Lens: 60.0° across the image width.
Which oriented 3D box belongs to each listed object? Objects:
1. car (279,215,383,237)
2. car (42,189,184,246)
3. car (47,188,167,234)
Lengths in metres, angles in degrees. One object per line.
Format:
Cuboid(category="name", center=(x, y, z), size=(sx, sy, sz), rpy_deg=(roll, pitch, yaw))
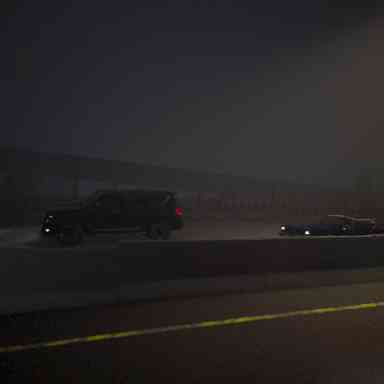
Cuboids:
Cuboid(category="car", center=(5.788, 1.565, 12.826), size=(4.718, 1.301, 1.895), rpy_deg=(2, 0, -18))
Cuboid(category="car", center=(-3.085, 0.938, 13.621), size=(5.566, 2.045, 2.150), rpy_deg=(0, 1, -18))
Cuboid(category="car", center=(-4.236, 0.868, 16.927), size=(5.566, 2.045, 2.150), rpy_deg=(0, 1, -18))
